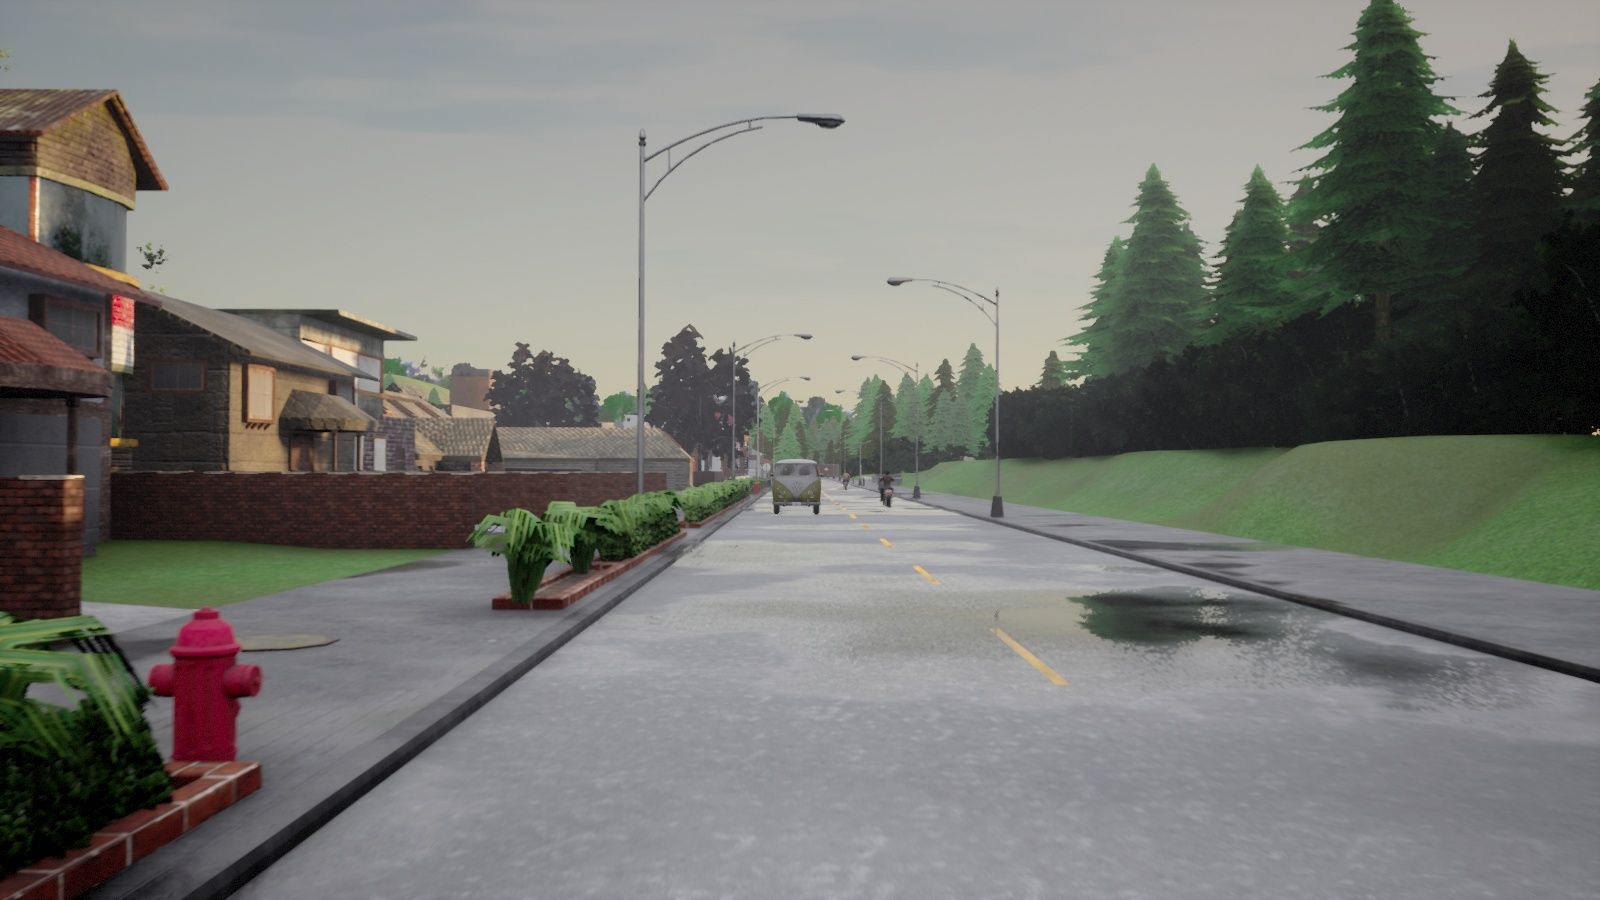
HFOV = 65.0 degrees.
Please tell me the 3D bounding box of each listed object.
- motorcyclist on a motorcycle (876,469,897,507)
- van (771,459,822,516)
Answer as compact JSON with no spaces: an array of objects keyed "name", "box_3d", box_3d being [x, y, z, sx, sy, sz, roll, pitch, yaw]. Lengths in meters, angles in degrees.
[{"name":"motorcyclist on a motorcycle","box_3d":[3.864,1.689,56.101,0.766,1.649,2.350,0,-1,0]},{"name":"van","box_3d":[-0.113,1.340,46.154,1.775,1.987,4.442,0,-1,0]}]
